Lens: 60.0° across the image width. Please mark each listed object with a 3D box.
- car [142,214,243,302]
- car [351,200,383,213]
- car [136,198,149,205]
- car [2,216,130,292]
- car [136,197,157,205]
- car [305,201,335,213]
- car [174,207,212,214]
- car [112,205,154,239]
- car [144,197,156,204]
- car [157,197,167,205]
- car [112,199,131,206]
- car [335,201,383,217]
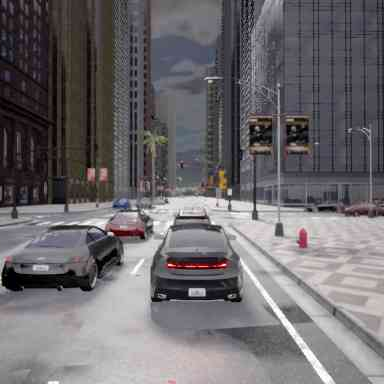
[{"bbox_3d":[0.090,1.515,8.251,1.837,1.490,4.892,0,0,0],"label":"car"},{"bbox_3d":[20.773,1.641,37.912,4.313,1.339,1.947,0,0,-1],"label":"car"},{"bbox_3d":[-9.856,1.914,66.639,1.994,1.385,4.181,0,-1,0],"label":"car"},{"bbox_3d":[-3.168,1.576,9.026,1.994,1.385,4.181,0,0,1],"label":"car"},{"bbox_3d":[-6.659,1.563,47.437,2.097,1.767,4.553,0,0,0],"label":"car"},{"bbox_3d":[15.133,1.660,37.817,4.313,1.339,1.947,0,0,-1],"label":"car"},{"bbox_3d":[0.026,1.529,17.572,2.128,1.511,4.902,0,0,0],"label":"car"},{"bbox_3d":[-3.173,1.601,17.425,1.994,1.385,4.181,0,0,0],"label":"car"},{"bbox_3d":[-9.859,1.983,78.070,2.033,1.411,5.357,0,0,0],"label":"car"},{"bbox_3d":[-6.608,1.949,66.399,1.895,1.301,4.718,0,0,0],"label":"car"},{"bbox_3d":[-9.925,1.687,47.191,1.882,1.535,5.008,0,0,0],"label":"car"},{"bbox_3d":[15.275,1.575,29.293,4.206,1.307,1.802,0,0,-1],"label":"car"}]
